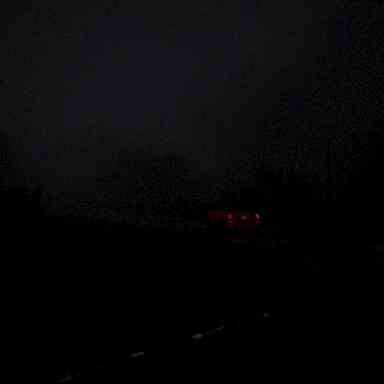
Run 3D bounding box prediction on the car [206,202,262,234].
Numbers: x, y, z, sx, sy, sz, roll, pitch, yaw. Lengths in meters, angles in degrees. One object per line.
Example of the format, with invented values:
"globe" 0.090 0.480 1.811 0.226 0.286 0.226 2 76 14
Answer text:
"car" 2.286 1.363 19.367 2.097 1.767 4.553 1 0 -12
